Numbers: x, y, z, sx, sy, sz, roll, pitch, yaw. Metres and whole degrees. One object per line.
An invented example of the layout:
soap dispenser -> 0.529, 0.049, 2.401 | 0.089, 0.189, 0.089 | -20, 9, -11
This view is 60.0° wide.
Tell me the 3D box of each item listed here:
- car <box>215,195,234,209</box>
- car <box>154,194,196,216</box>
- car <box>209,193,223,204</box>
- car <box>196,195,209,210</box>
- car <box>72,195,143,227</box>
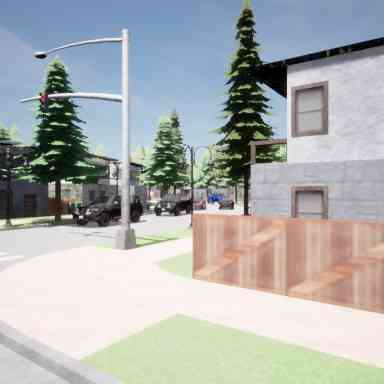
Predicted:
car -> 4.630, 1.472, 44.985 | 2.128, 1.511, 4.902 | 0, 0, 6
car -> -1.723, 1.202, 32.459 | 2.150, 2.045, 5.566 | 0, 0, 18
car -> 4.296, 1.202, 60.841 | 2.150, 2.045, 5.566 | 0, 0, -9
car -> 0.535, 1.333, 42.058 | 2.097, 1.767, 4.553 | 0, 0, 9
car -> -5.618, 1.202, 23.083 | 2.150, 2.045, 5.566 | 0, 0, 27
